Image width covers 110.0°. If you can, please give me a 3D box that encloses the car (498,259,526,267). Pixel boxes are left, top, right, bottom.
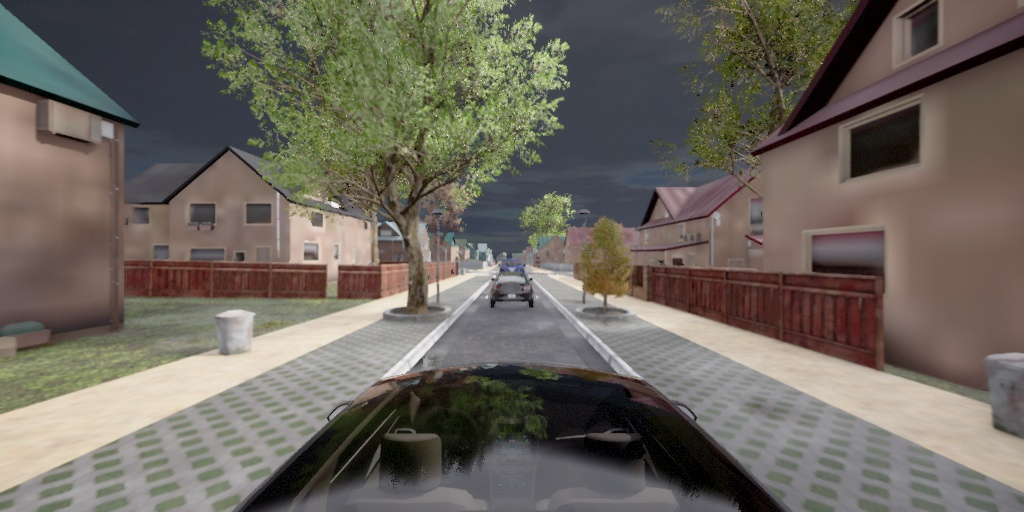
[{"bbox_3d":[-0.003,1.252,30.876,2.150,2.045,5.566,0,0,0],"label":"car"}]

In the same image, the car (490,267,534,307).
[{"bbox_3d":[0.002,1.414,16.227,1.812,1.442,4.674,0,0,0],"label":"car"}]
